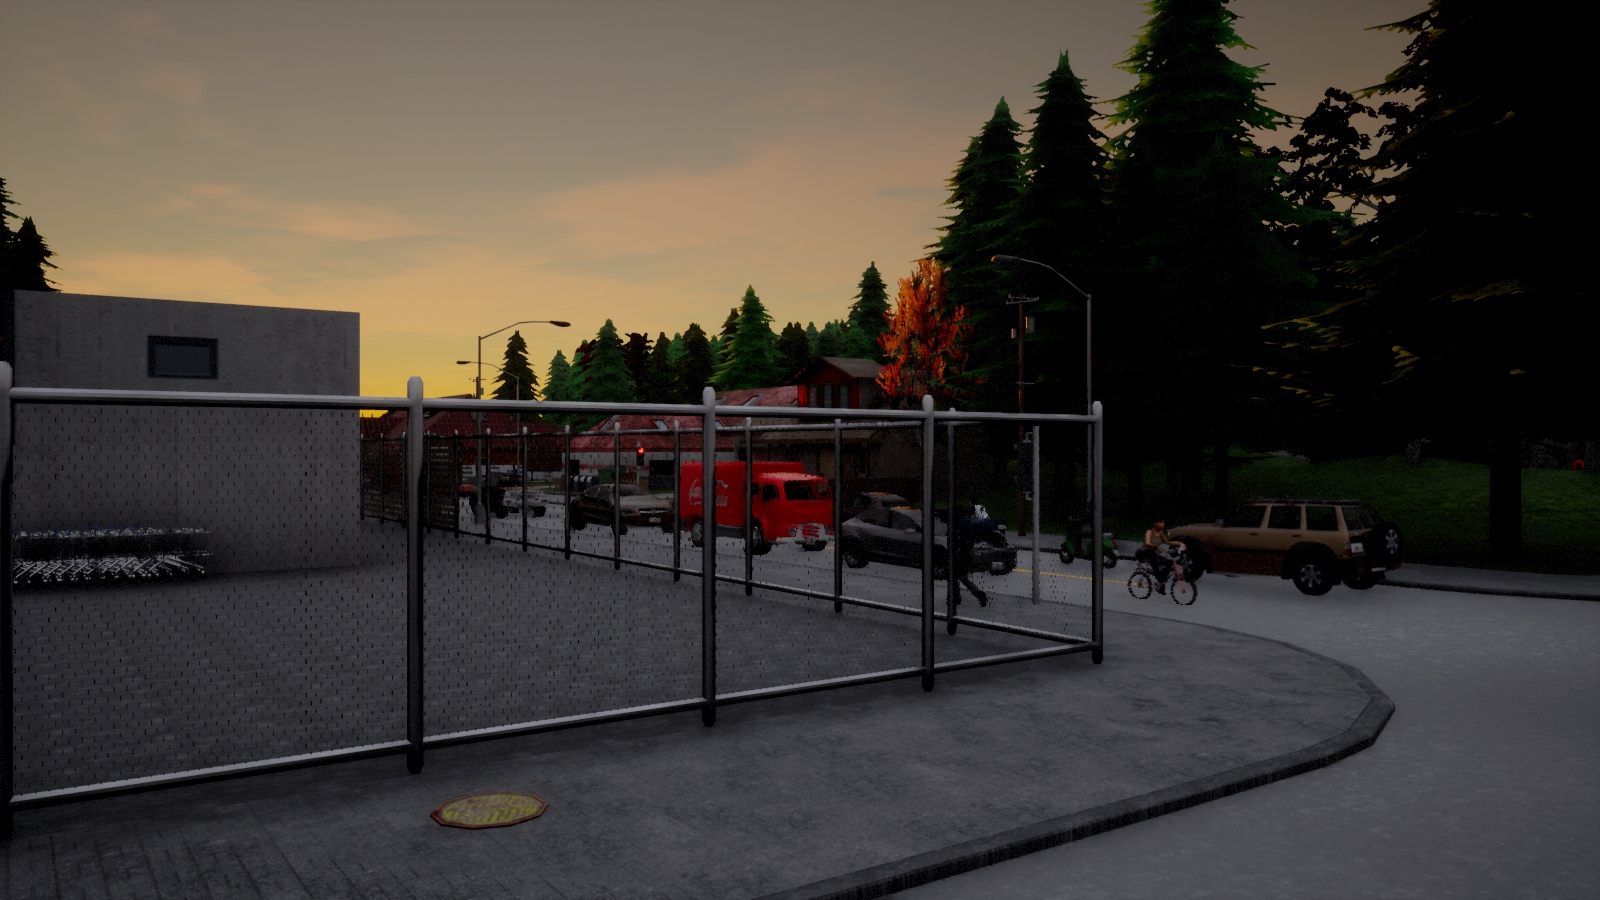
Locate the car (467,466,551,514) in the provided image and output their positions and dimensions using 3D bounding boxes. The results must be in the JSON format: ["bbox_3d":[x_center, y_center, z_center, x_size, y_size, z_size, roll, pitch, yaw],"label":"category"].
[{"bbox_3d":[-12.303,1.640,48.083,1.932,1.855,4.605,0,0,-35],"label":"car"}]

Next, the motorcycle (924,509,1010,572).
[{"bbox_3d":[3.660,1.959,25.125,0.856,1.236,1.805,0,0,-35],"label":"motorcycle"}]

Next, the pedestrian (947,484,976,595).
[{"bbox_3d":[2.770,1.515,19.549,0.375,1.860,0.375,0,0,30],"label":"pedestrian"}]

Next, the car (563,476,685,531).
[{"bbox_3d":[-6.102,1.769,39.144,2.152,1.651,5.027,0,0,-35],"label":"car"}]

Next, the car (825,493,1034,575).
[{"bbox_3d":[2.854,1.840,26.271,2.163,1.488,4.792,0,0,-35],"label":"car"}]

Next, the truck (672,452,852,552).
[{"bbox_3d":[-1.184,1.332,32.061,2.627,2.467,5.204,0,1,-35],"label":"truck"}]

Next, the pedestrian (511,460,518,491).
[{"bbox_3d":[-17.129,1.519,68.528,0.375,1.860,0.375,0,0,-19],"label":"pedestrian"}]

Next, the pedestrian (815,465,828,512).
[{"bbox_3d":[0.871,1.521,45.450,0.375,1.860,0.375,0,0,-35],"label":"pedestrian"}]

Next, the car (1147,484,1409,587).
[{"bbox_3d":[9.647,1.635,23.430,1.932,1.855,4.605,0,-1,-35],"label":"car"}]

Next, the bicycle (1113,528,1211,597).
[{"bbox_3d":[6.607,2.034,20.901,0.859,1.080,1.487,0,1,-35],"label":"bicycle"}]
